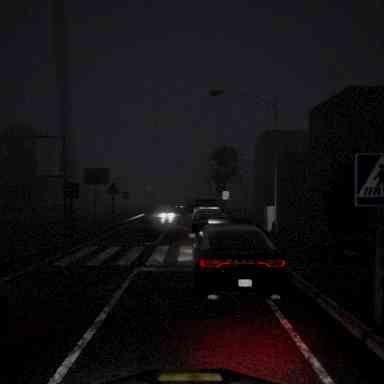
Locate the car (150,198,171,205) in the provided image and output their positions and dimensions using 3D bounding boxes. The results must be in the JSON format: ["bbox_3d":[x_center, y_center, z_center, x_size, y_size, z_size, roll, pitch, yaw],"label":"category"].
[{"bbox_3d":[-8.875,2.755,88.964,4.892,1.521,2.231,0,-1,0],"label":"car"}]

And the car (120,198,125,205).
[{"bbox_3d":[-21.965,2.808,91.776,5.008,1.535,2.097,0,-1,0],"label":"car"}]

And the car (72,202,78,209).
[{"bbox_3d":[-21.991,2.196,54.579,5.008,1.535,2.097,0,-1,0],"label":"car"}]

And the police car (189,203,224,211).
[{"bbox_3d":[0.947,1.611,18.612,1.930,1.638,5.238,0,-1,0],"label":"police car"}]

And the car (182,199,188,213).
[{"bbox_3d":[-0.018,2.116,45.843,1.837,1.490,4.892,0,-1,0],"label":"car"}]

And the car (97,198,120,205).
[{"bbox_3d":[-21.958,2.700,86.209,5.008,1.535,2.097,0,-1,0],"label":"car"}]

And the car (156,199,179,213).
[{"bbox_3d":[-3.380,2.112,46.444,2.128,1.511,4.902,0,-1,0],"label":"car"}]

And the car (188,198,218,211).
[{"bbox_3d":[0.944,1.504,24.537,2.150,2.045,5.566,0,-1,0],"label":"car"}]

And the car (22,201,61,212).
[{"bbox_3d":[-21.986,2.133,48.030,4.674,1.452,2.002,0,-1,0],"label":"car"}]

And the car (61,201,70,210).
[{"bbox_3d":[-21.982,2.146,51.306,4.892,1.521,2.231,0,-1,0],"label":"car"}]

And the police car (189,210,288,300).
[{"bbox_3d":[0.957,1.467,8.601,1.930,1.638,5.238,0,-1,0],"label":"police car"}]

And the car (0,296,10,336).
[{"bbox_3d":[-3.354,1.602,2.200,1.895,1.301,4.718,0,0,0],"label":"car"}]

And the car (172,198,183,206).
[{"bbox_3d":[-3.283,2.629,80.938,1.882,1.535,5.008,0,-1,0],"label":"car"}]
